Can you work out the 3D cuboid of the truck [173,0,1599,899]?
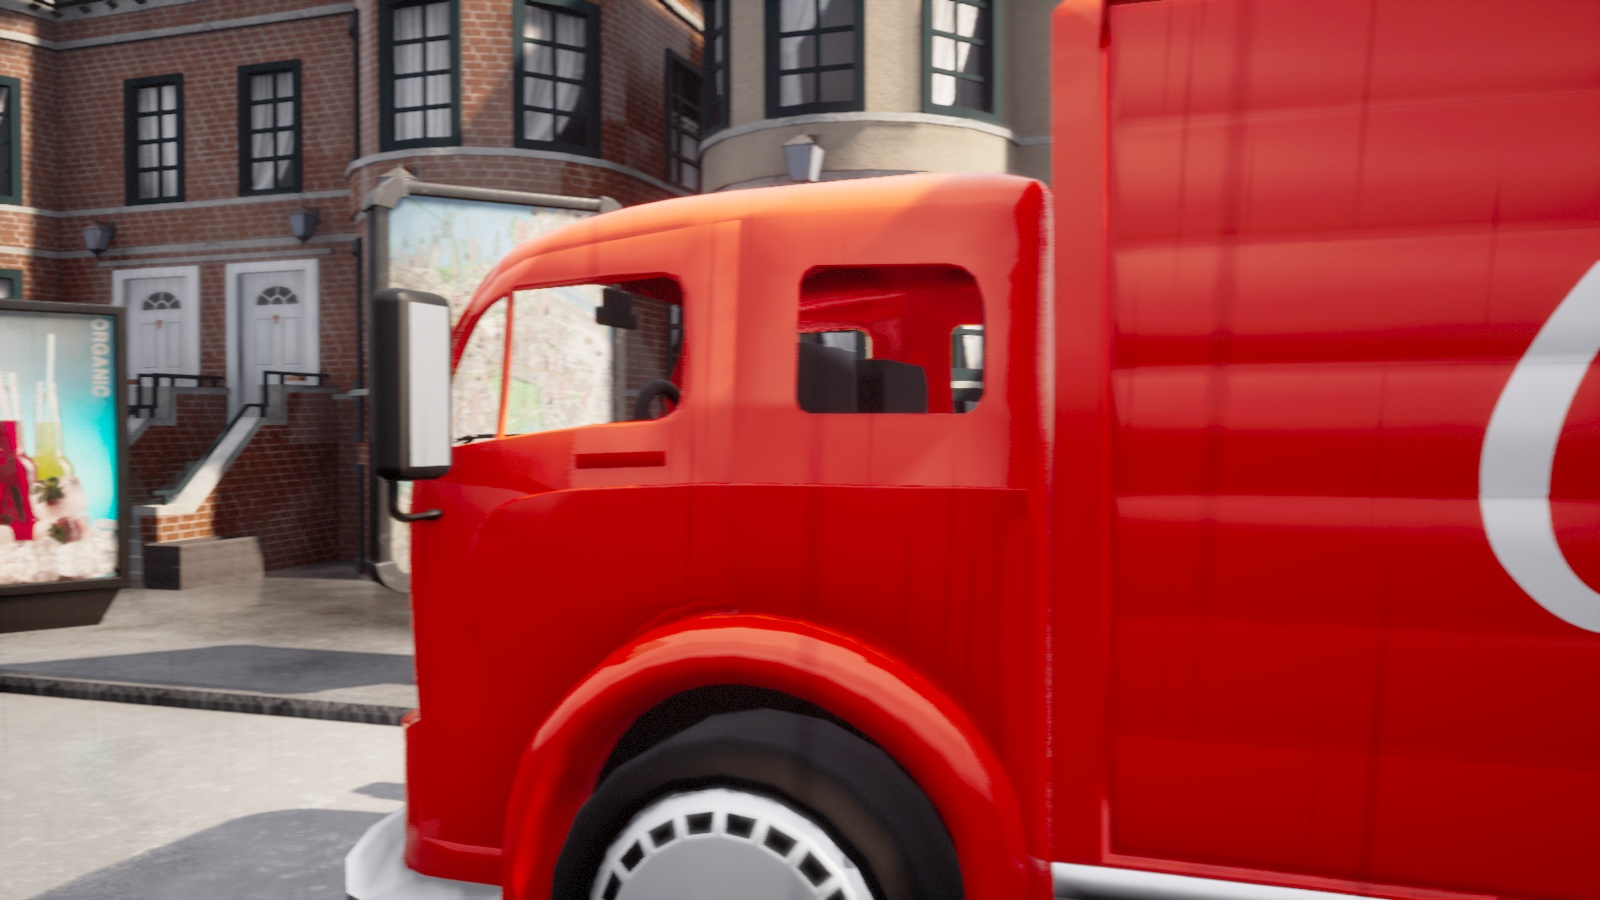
[{"bbox_3d":[1.494,0.295,3.211,5.204,2.467,2.627,1,1,19],"label":"truck"}]
